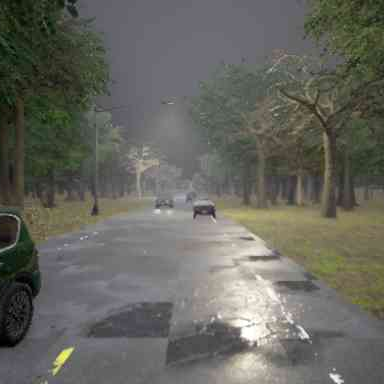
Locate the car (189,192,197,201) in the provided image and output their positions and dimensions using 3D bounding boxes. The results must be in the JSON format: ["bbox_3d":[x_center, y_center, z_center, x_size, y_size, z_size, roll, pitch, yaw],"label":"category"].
[{"bbox_3d":[1.035,1.263,45.290,2.097,1.767,4.553,0,0,0],"label":"car"}]

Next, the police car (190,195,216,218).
[{"bbox_3d":[1.040,1.383,29.427,1.930,1.638,5.238,0,0,0],"label":"police car"}]

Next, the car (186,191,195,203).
[{"bbox_3d":[-0.020,1.053,64.968,2.150,2.045,5.566,0,0,0],"label":"car"}]

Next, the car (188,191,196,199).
[{"bbox_3d":[-0.027,0.796,84.320,2.150,2.045,5.566,0,0,0],"label":"car"}]

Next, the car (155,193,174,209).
[{"bbox_3d":[-3.601,1.134,44.462,2.150,2.045,5.566,0,1,0],"label":"car"}]

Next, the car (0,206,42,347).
[{"bbox_3d":[-3.602,1.218,3.376,2.150,2.045,5.566,0,0,0],"label":"car"}]

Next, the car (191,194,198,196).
[{"bbox_3d":[1.037,1.387,39.508,1.801,1.575,5.366,0,0,0],"label":"car"}]
